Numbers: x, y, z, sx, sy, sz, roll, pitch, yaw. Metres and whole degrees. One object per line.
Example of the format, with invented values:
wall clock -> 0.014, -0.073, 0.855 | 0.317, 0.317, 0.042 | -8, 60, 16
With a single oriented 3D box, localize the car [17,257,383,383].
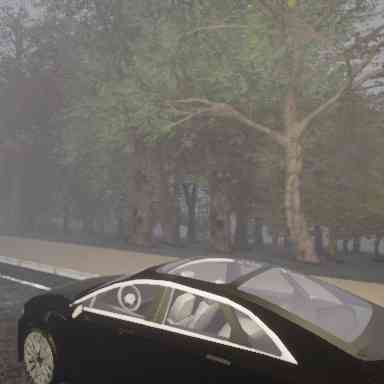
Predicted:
car -> -0.058, 1.520, 3.726 | 4.902, 1.511, 2.128 | -1, 0, 35
